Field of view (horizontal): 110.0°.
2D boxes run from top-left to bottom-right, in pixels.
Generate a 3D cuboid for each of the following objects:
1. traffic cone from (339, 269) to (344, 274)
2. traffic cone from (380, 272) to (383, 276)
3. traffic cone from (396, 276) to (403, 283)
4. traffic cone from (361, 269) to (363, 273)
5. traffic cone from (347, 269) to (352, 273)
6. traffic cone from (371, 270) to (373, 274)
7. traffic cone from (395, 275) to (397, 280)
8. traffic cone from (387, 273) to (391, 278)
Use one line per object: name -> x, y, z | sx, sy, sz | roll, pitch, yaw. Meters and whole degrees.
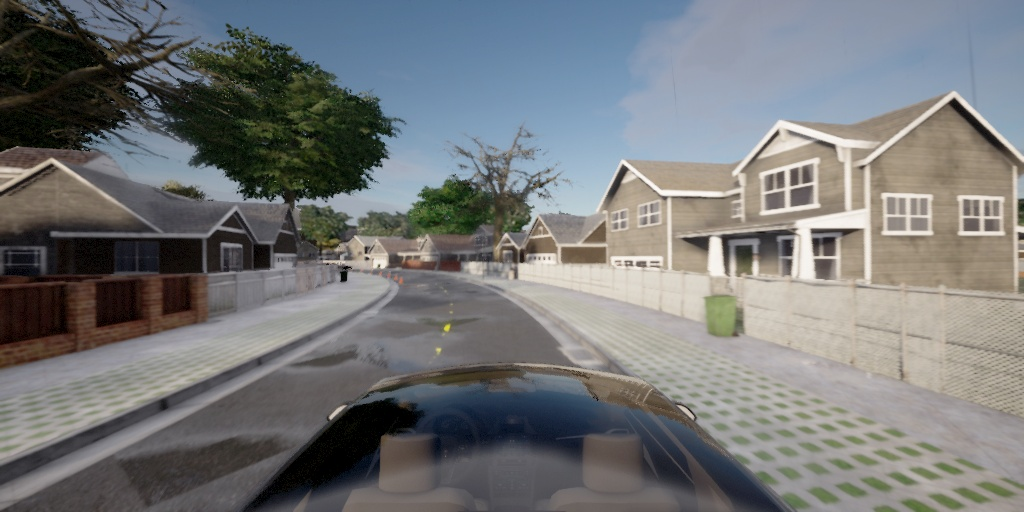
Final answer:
traffic cone -> -27.396, 2.169, 57.048 | 0.340, 0.580, 0.340 | 0, 0, 44
traffic cone -> -15.331, 2.009, 41.936 | 0.340, 0.580, 0.340 | 0, 0, -32
traffic cone -> -8.925, 1.906, 28.907 | 0.340, 0.580, 0.340 | 0, 0, -21
traffic cone -> -20.895, 2.087, 49.866 | 0.340, 0.580, 0.340 | 0, 0, -39
traffic cone -> -24.034, 2.128, 53.557 | 0.340, 0.580, 0.340 | 0, 0, -42
traffic cone -> -17.991, 2.047, 45.987 | 0.340, 0.580, 0.340 | 0, 0, -35
traffic cone -> -10.790, 1.939, 33.379 | 0.340, 0.580, 0.340 | 0, 0, -24
traffic cone -> -12.928, 1.973, 37.728 | 0.340, 0.580, 0.340 | 0, 0, -28
